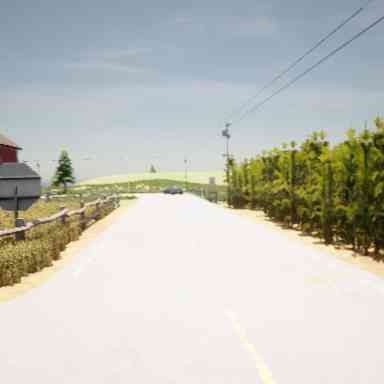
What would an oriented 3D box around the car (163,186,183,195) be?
[{"bbox_3d":[-3.155,-0.221,54.246,1.994,1.385,4.181,-2,2,-30],"label":"car"}]
